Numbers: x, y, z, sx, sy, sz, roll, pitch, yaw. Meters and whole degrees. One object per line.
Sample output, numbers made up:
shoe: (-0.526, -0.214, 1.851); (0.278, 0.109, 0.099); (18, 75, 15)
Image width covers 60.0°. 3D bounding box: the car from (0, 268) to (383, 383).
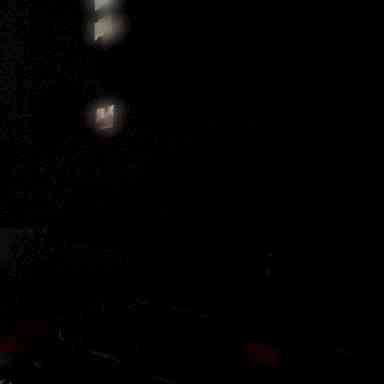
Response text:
car: (-0.049, 1.438, 2.929); (4.097, 1.590, 1.967); (0, -1, 36)
